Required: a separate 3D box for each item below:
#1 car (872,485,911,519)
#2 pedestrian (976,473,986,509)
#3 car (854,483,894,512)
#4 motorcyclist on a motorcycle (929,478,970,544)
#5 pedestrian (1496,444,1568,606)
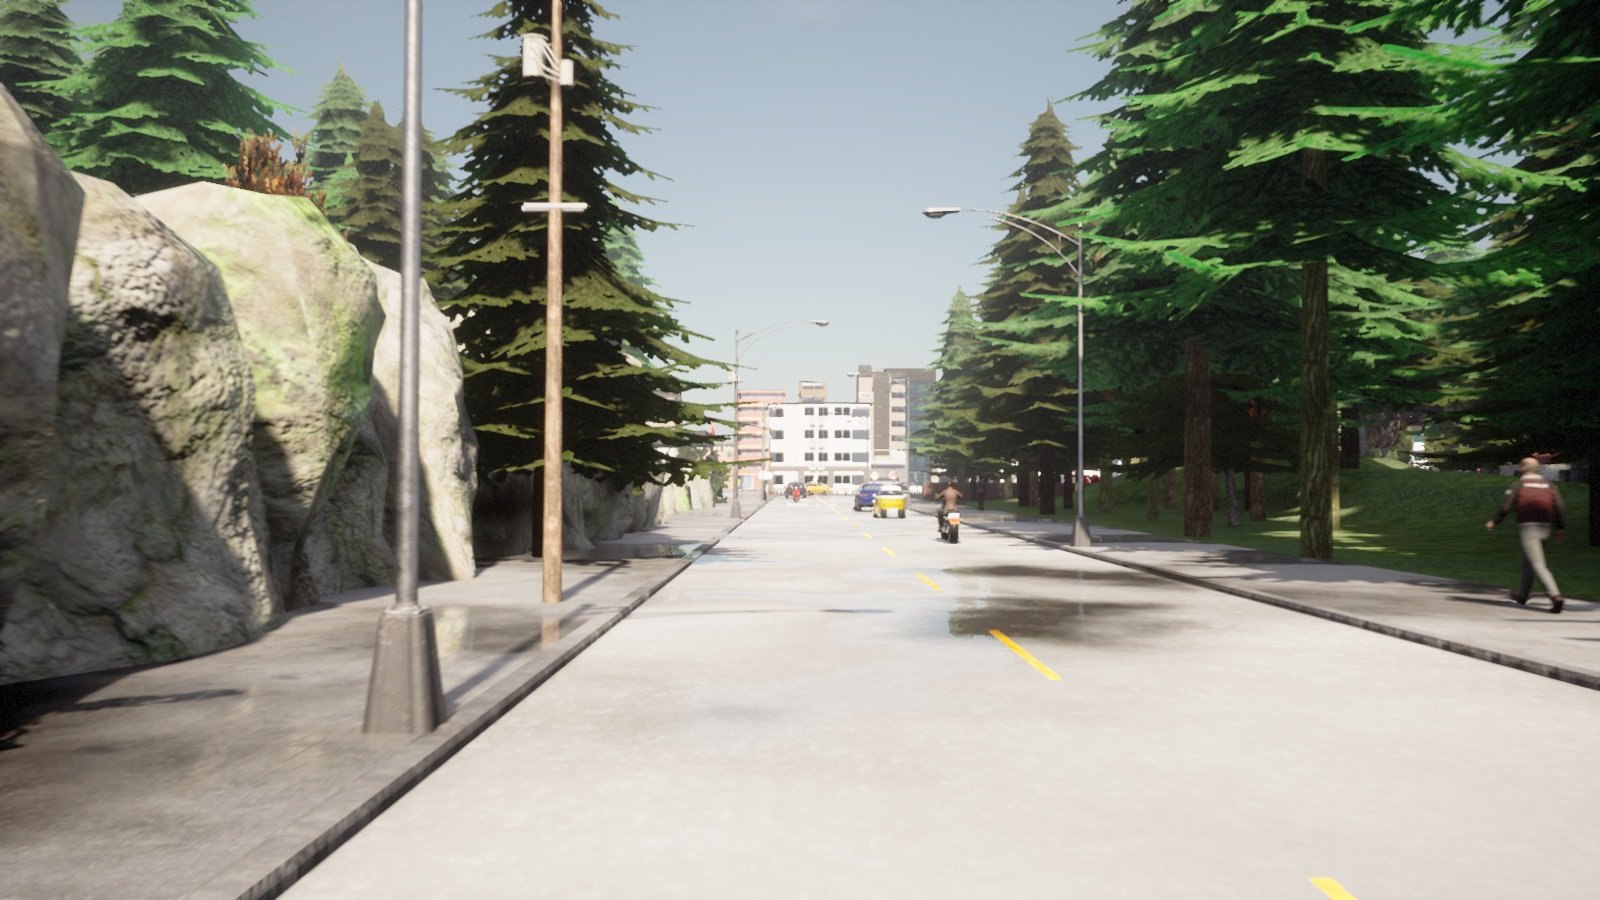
[{"bbox_3d":[3.861,2.181,53.388,1.481,1.376,2.207,0,-1,0],"label":"car"},{"bbox_3d":[9.022,2.044,62.653,0.328,1.805,0.869,0,-1,0],"label":"pedestrian"},{"bbox_3d":[3.832,2.449,65.377,1.812,1.442,4.674,0,-2,0],"label":"car"},{"bbox_3d":[3.914,1.575,32.997,0.766,1.649,2.350,0,-1,0],"label":"motorcyclist on a motorcycle"},{"bbox_3d":[8.581,0.866,14.739,0.376,1.854,0.720,0,-1,-1],"label":"pedestrian"}]
